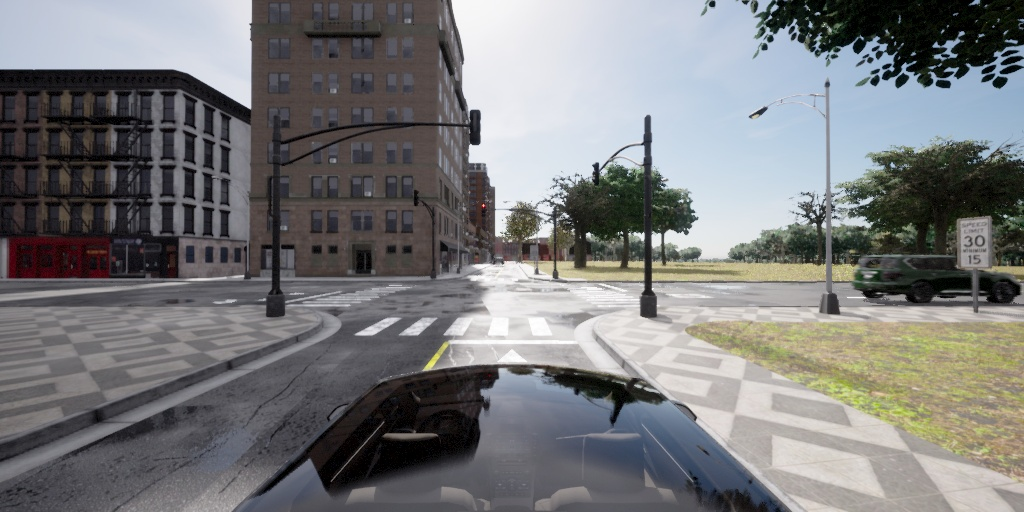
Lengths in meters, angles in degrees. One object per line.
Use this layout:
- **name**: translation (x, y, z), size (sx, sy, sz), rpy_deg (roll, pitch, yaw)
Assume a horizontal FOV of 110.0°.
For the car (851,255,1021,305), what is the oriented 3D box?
- **car**: translation (18.054, 0.970, 15.471), size (5.566, 2.045, 2.150), rpy_deg (0, -1, 0)
